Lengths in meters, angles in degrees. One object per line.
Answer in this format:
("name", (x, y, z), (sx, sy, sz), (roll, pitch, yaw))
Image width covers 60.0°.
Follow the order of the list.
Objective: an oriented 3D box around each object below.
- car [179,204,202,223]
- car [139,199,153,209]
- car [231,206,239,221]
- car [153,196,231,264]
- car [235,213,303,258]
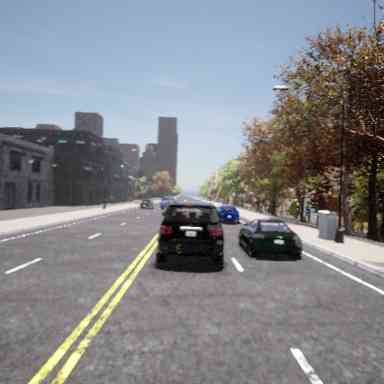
("car", (-0.097, 1.855, 29.725), (1.812, 1.442, 4.674), (2, -1, 0))
("car", (-6.838, 1.830, 50.703), (1.837, 1.490, 4.892), (2, 0, 0))
("car", (3.154, 1.927, 30.283), (1.882, 1.535, 5.008), (2, -1, 0))
("car", (-0.022, 1.365, 12.645), (2.150, 2.045, 5.566), (2, 0, 0))
("car", (3.217, 1.837, 14.284), (1.994, 1.385, 4.181), (2, -1, 0))
